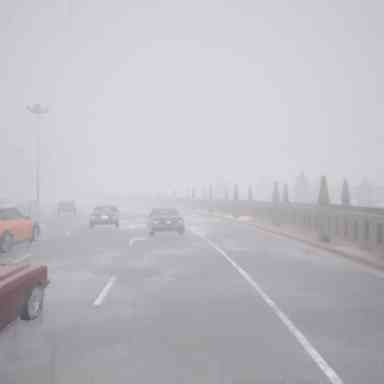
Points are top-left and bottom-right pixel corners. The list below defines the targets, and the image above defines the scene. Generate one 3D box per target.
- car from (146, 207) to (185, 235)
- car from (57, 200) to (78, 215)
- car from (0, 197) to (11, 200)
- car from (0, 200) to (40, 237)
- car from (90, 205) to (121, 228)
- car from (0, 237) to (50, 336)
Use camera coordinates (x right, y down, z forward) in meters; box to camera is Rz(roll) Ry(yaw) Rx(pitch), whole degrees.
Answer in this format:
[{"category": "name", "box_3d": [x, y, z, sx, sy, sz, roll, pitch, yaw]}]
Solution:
[{"category": "car", "box_3d": [-1.590, 1.552, 18.945, 2.033, 1.411, 5.357, 0, 0, -10]}, {"category": "car", "box_3d": [-13.188, 1.541, 35.142, 2.128, 1.511, 4.902, 0, 0, -19]}, {"category": "car", "box_3d": [-32.287, 1.626, 56.924, 1.837, 1.490, 4.892, 0, 0, -31]}, {"category": "car", "box_3d": [-7.928, 1.383, 13.603, 2.097, 1.767, 4.553, 0, 0, -7]}, {"category": "car", "box_3d": [-5.848, 1.569, 22.552, 2.033, 1.411, 5.357, 0, 0, -12]}, {"category": "car", "box_3d": [-3.594, 1.615, 4.296, 1.895, 1.301, 4.718, 0, 0, -2]}]
